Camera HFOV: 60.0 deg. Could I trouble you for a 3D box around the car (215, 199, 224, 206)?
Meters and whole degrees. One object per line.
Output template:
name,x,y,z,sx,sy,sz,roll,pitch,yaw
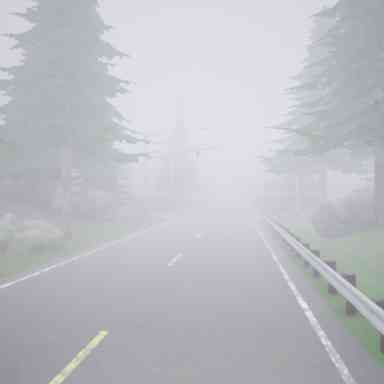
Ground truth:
car,5.951,2.220,72.196,1.812,1.442,4.674,0,-1,8
